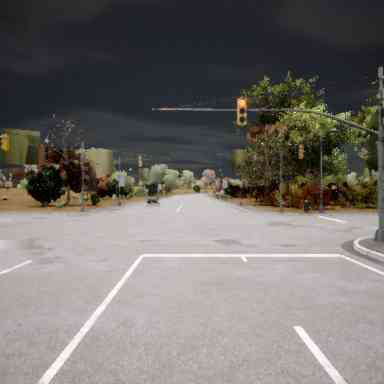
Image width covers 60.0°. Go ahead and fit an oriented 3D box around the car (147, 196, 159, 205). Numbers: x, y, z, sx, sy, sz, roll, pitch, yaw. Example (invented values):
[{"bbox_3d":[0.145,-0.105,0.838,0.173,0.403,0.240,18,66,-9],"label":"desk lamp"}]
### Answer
[{"bbox_3d":[-7.000,1.475,60.434,2.033,1.411,5.357,0,0,0],"label":"car"}]
